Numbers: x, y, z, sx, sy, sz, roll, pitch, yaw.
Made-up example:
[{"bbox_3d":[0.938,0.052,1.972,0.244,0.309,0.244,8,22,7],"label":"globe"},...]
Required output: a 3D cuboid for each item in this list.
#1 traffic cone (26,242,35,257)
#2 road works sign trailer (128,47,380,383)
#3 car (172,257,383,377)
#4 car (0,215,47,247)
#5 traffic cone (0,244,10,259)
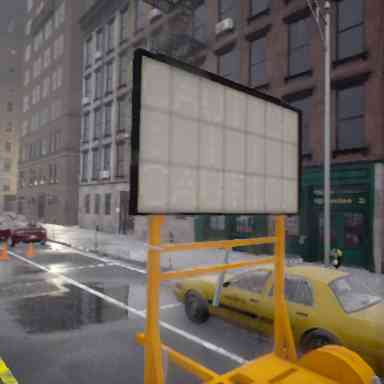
[{"bbox_3d":[-6.974,2.482,14.403,0.340,0.580,0.340,3,-3,-41],"label":"traffic cone"},{"bbox_3d":[0.258,0.641,3.500,2.380,3.560,2.880,3,-3,-41],"label":"road works sign trailer"},{"bbox_3d":[1.570,1.838,5.927,1.752,1.417,4.829,3,-3,-41],"label":"car"},{"bbox_3d":[-9.567,2.209,18.603,1.887,1.381,4.507,3,-3,-41],"label":"car"},{"bbox_3d":[-7.725,2.438,13.745,0.340,0.580,0.340,3,-3,-41],"label":"traffic cone"}]
